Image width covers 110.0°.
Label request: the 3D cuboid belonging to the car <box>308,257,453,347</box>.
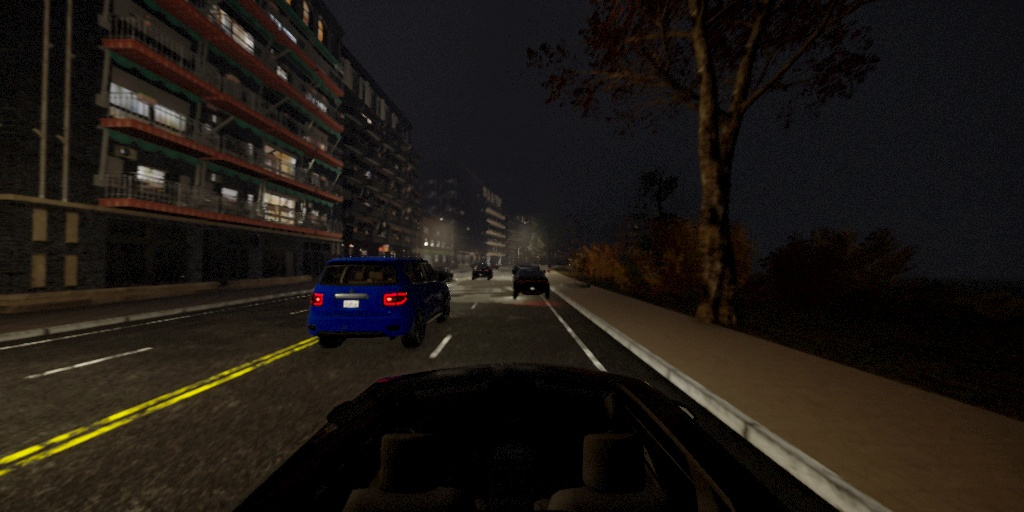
[{"bbox_3d":[-3.149,1.060,9.702,2.150,2.045,5.566,0,-1,0],"label":"car"}]

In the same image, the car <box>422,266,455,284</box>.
[{"bbox_3d":[-6.495,1.655,32.029,1.994,1.385,4.181,0,-1,1],"label":"car"}]

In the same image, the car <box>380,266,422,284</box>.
[{"bbox_3d":[-9.762,1.638,31.980,2.033,1.411,5.357,0,-1,1],"label":"car"}]

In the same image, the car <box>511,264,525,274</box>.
[{"bbox_3d":[0.963,1.883,54.258,1.812,1.442,4.674,0,-1,4],"label":"car"}]

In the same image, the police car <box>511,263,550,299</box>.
[{"bbox_3d":[0.978,1.378,19.852,1.930,1.638,5.238,0,-1,0],"label":"police car"}]

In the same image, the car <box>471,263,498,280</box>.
[{"bbox_3d":[-2.970,1.641,37.120,2.128,1.511,4.902,0,-1,2],"label":"car"}]
